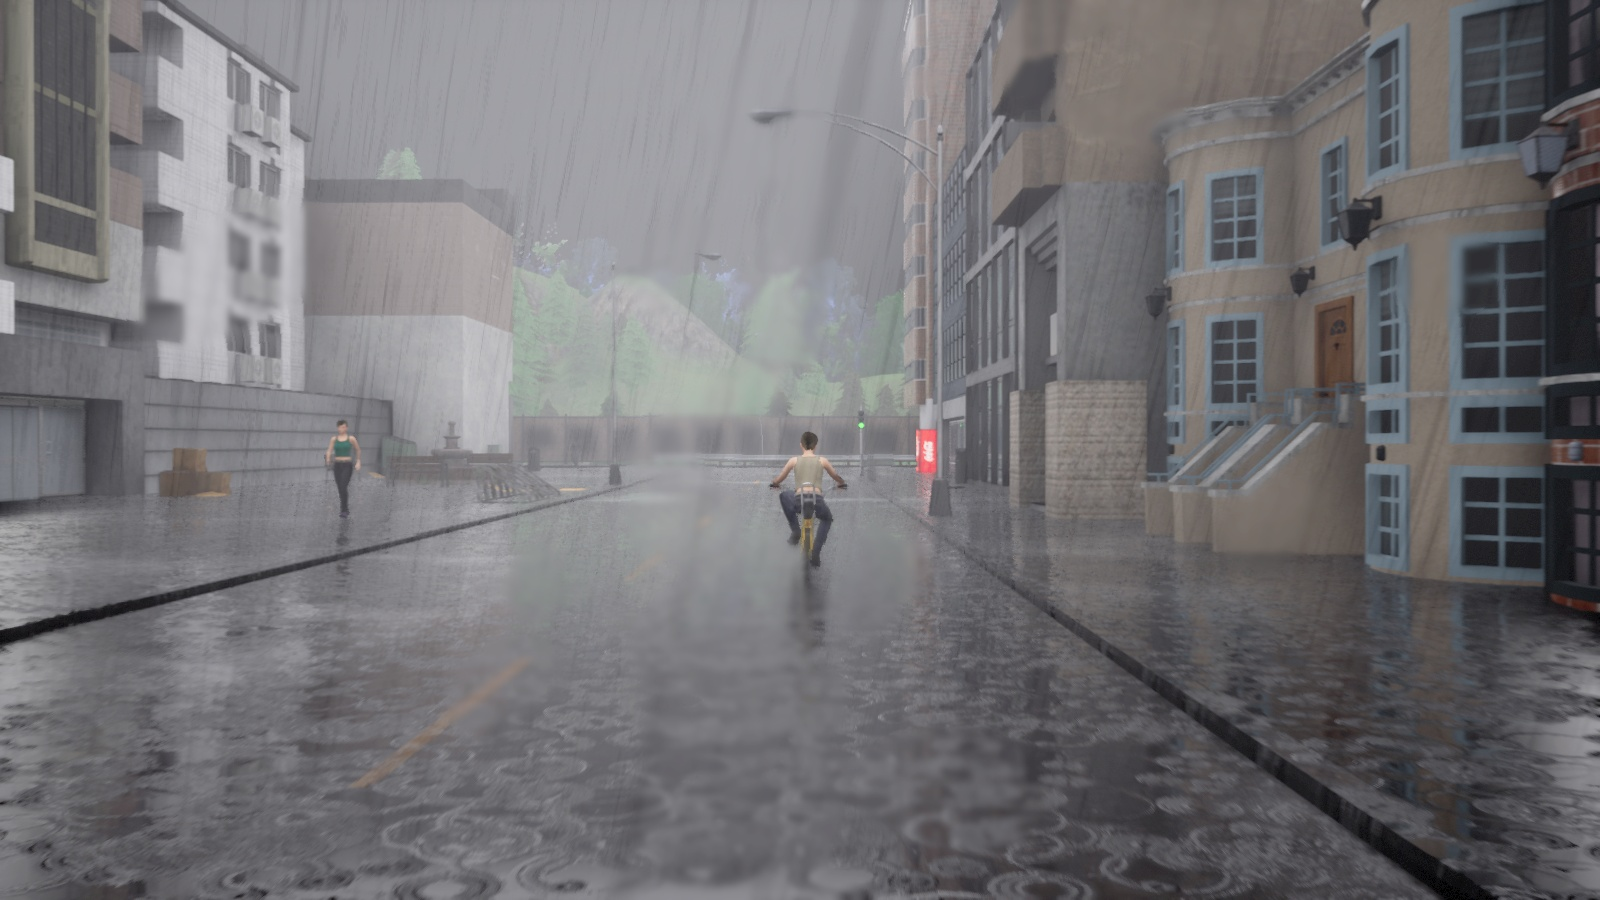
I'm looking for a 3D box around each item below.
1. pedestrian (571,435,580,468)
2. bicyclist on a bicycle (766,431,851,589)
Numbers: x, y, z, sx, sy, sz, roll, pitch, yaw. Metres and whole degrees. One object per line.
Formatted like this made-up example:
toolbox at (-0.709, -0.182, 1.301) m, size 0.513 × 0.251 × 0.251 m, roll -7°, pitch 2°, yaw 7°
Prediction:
pedestrian at (-13.189, 0.095, 73.774) m, size 0.402 × 1.930 × 0.666 m, roll 0°, pitch 0°, yaw 0°
bicyclist on a bicycle at (0.092, 0.607, 13.562) m, size 0.866 × 1.612 × 1.509 m, roll 0°, pitch 0°, yaw 0°
